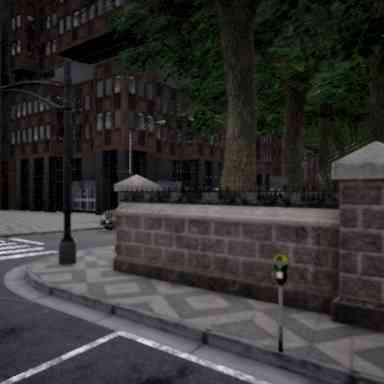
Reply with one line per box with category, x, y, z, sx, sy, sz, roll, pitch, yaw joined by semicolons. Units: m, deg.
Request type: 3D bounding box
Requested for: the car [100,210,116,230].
car;-3.666;1.555;22.927;2.150;2.045;5.566;0;-1;35
